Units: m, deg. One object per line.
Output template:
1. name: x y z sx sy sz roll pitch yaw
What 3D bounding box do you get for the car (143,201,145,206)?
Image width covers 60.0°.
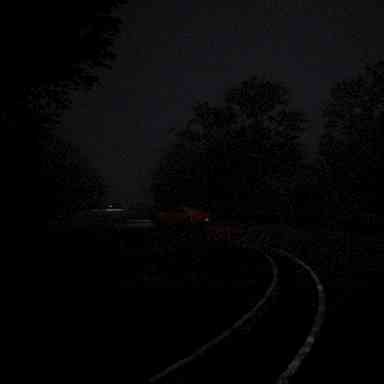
1. car: -12.200 2.731 79.244 1.895 1.301 4.718 -1 -1 -4

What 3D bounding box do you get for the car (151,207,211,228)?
1. car: -0.915 1.870 25.461 5.008 1.535 1.882 -1 -2 37

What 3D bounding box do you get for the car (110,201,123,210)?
1. car: -14.790 2.625 65.129 1.837 1.490 4.892 0 -1 -3

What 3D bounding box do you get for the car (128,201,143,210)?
1. car: -11.169 2.610 63.597 2.033 1.411 5.357 -1 -1 -4
